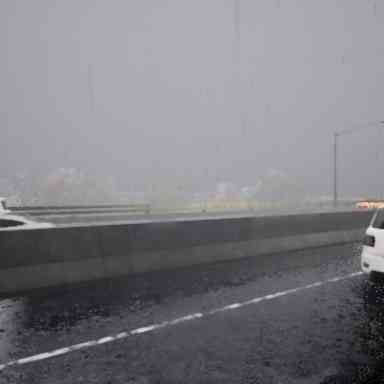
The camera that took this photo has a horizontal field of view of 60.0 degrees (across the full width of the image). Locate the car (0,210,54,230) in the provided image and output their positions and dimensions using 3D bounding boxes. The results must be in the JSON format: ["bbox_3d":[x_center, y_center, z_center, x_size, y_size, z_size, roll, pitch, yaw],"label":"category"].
[{"bbox_3d":[-7.260,1.525,11.701,4.674,1.442,1.812,0,0,-35],"label":"car"}]

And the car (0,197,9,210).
[{"bbox_3d":[-10.482,1.215,13.706,5.566,2.045,2.150,0,0,-35],"label":"car"}]

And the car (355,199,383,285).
[{"bbox_3d":[6.503,1.261,8.335,5.566,2.045,2.150,0,0,-35],"label":"car"}]

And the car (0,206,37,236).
[{"bbox_3d":[-11.244,1.546,17.461,5.357,1.411,2.033,0,0,-35],"label":"car"}]
